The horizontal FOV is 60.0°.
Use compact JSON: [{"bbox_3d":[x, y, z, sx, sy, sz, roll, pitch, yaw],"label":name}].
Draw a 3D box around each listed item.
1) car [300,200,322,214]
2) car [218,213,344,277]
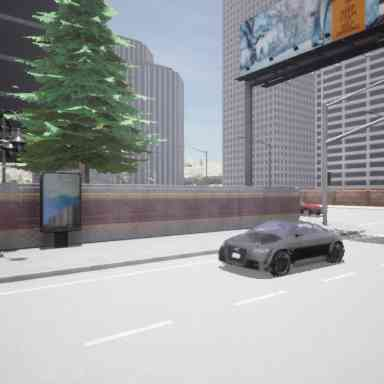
[{"bbox_3d":[10.238,1.478,32.138,1.882,1.535,5.008,0,0,-35],"label":"car"},{"bbox_3d":[2.837,1.564,10.309,4.181,1.385,1.994,0,0,-35],"label":"car"}]
